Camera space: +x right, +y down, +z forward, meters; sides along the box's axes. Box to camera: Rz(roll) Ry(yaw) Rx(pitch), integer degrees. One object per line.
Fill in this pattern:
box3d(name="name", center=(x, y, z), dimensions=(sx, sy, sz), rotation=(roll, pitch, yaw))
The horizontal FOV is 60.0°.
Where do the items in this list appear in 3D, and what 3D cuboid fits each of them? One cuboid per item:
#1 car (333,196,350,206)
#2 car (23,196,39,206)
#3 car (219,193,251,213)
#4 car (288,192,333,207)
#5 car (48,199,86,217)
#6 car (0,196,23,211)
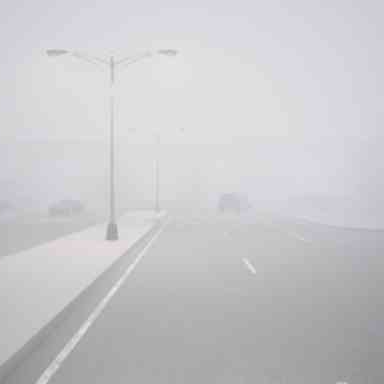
box3d(name="car", center=(22.014, 1.354, 52.003), dimensions=(4.892, 1.490, 1.837), rotation=(-1, 0, -2))
box3d(name="car", center=(-26.403, 1.390, 51.971), dimensions=(4.674, 1.442, 1.812), rotation=(0, 0, 0))
box3d(name="car", center=(4.706, 1.119, 36.398), dimensions=(2.150, 2.045, 5.566), rotation=(-2, -1, 24))
box3d(name="car", center=(16.956, 1.087, 48.471), dimensions=(5.566, 2.045, 2.150), rotation=(0, 0, -1))
box3d(name="car", center=(-11.243, 1.397, 30.256), dimensions=(1.882, 1.535, 5.008), rotation=(1, 0, 1))
box3d(name="car", center=(-22.459, 1.393, 37.767), dimensions=(4.902, 1.511, 2.128), rotation=(0, 0, 0))
